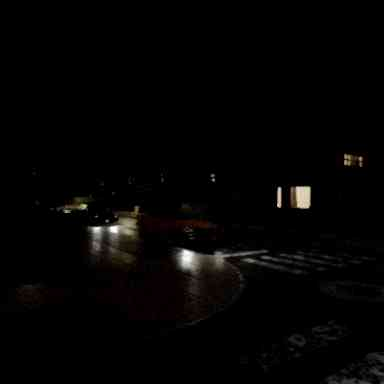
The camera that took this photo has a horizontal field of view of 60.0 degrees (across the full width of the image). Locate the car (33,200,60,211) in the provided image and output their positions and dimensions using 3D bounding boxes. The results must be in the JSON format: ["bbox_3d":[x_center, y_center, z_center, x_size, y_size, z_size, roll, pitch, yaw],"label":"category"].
[{"bbox_3d":[-15.312,1.481,34.956,1.994,1.385,4.181,2,-1,-37],"label":"car"}]

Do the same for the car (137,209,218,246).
[{"bbox_3d":[-0.837,1.515,15.848,1.882,1.535,5.008,2,-1,-36],"label":"car"}]

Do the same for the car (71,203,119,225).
[{"bbox_3d":[-7.258,1.531,24.332,2.033,1.411,5.357,2,-1,-37],"label":"car"}]
